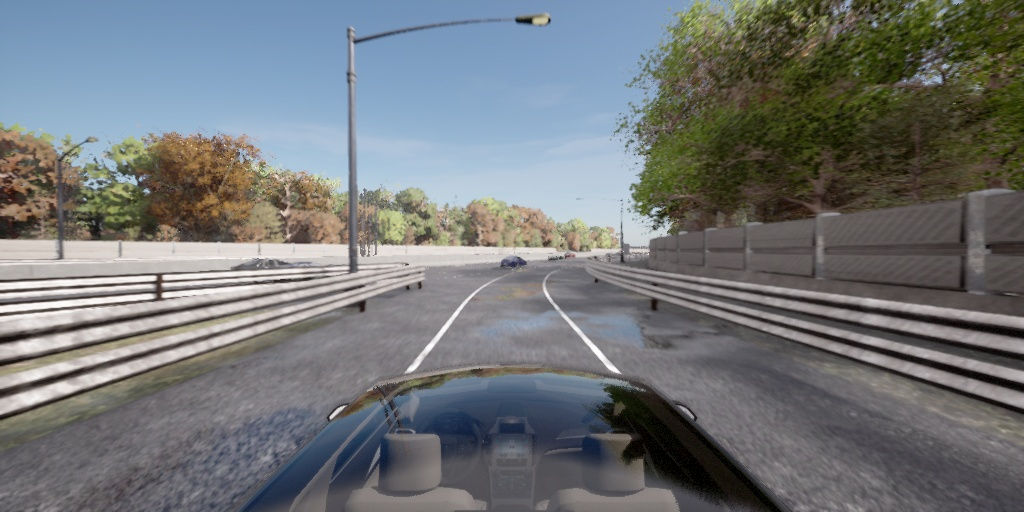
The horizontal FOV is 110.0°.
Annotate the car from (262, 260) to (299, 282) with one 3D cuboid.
[{"bbox_3d":[-13.030,1.031,22.940,1.994,1.385,4.181,0,1,25],"label":"car"}]

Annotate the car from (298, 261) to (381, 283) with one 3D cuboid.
[{"bbox_3d":[-9.808,1.069,21.574,1.895,1.301,4.718,0,1,25],"label":"car"}]

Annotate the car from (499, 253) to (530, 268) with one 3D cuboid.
[{"bbox_3d":[0.227,0.674,42.467,1.812,1.442,4.674,0,1,26],"label":"car"}]

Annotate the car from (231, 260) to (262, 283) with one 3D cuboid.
[{"bbox_3d":[-16.226,0.971,24.371,1.837,1.490,4.892,0,1,25],"label":"car"}]
